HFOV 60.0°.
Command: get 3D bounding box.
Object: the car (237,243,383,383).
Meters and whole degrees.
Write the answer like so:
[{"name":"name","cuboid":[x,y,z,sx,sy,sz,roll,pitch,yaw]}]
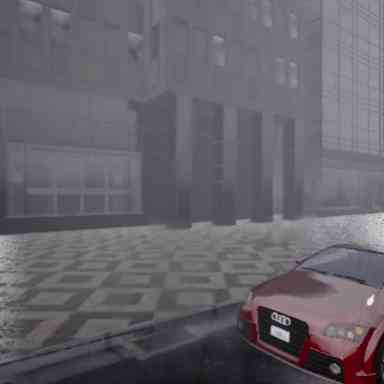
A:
[{"name":"car","cuboid":[2.706,1.557,5.258,4.181,1.385,1.994,0,0,-35]}]
